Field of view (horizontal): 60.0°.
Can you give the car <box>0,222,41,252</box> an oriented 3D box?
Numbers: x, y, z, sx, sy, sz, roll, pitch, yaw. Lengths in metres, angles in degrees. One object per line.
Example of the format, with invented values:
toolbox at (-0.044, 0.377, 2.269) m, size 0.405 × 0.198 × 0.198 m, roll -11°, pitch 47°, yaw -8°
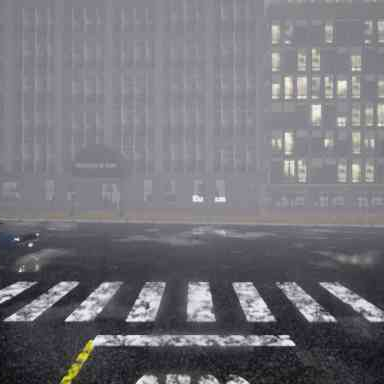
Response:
car at (-8.637, 1.452, 12.453) m, size 5.357 × 1.411 × 2.033 m, roll 3°, pitch -1°, yaw 1°
